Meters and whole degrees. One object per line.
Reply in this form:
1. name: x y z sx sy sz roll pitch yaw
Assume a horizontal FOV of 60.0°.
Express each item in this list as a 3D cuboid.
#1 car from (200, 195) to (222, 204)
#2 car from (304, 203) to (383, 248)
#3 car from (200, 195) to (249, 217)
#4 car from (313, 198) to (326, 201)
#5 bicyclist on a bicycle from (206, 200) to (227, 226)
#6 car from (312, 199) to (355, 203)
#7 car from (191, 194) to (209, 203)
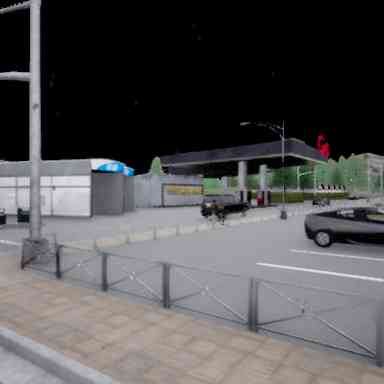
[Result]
1. car: 3.767 1.519 65.427 2.242 1.667 4.611 0 0 36
2. car: 6.540 1.342 12.352 4.514 1.523 2.007 0 0 36
3. car: 2.925 1.237 29.231 2.150 2.045 5.566 0 0 37
4. car: 20.741 1.580 53.362 1.994 1.385 4.181 0 0 36
5. bicyclist on a bicycle: 1.539 1.313 20.950 1.656 1.620 0.582 0 0 36
6. car: 8.344 1.333 14.919 5.027 1.636 2.152 0 0 36
7. car: 1.745 1.357 72.267 1.905 1.878 3.866 0 0 36
